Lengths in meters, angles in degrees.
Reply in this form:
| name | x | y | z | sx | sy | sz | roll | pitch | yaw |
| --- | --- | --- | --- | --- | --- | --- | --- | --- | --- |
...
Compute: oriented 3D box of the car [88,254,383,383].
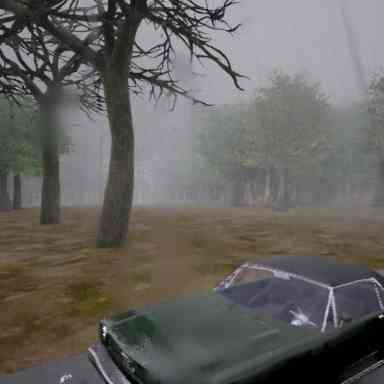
| name | x | y | z | sx | sy | sz | roll | pitch | yaw |
| --- | --- | --- | --- | --- | --- | --- | --- | --- | --- |
| car | 1.226 | 1.599 | 4.240 | 4.718 | 1.301 | 1.895 | 0 | 0 | -35 |
